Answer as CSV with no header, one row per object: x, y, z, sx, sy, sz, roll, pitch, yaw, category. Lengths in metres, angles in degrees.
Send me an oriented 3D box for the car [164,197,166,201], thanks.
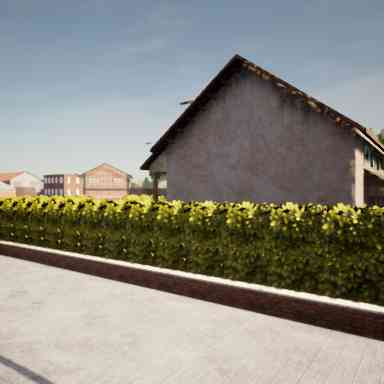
-4.023,1.489,44.603,2.128,1.511,4.902,0,0,36,car

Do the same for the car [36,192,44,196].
-31.328,0.967,68.439,3.866,1.878,1.905,0,0,35,car
